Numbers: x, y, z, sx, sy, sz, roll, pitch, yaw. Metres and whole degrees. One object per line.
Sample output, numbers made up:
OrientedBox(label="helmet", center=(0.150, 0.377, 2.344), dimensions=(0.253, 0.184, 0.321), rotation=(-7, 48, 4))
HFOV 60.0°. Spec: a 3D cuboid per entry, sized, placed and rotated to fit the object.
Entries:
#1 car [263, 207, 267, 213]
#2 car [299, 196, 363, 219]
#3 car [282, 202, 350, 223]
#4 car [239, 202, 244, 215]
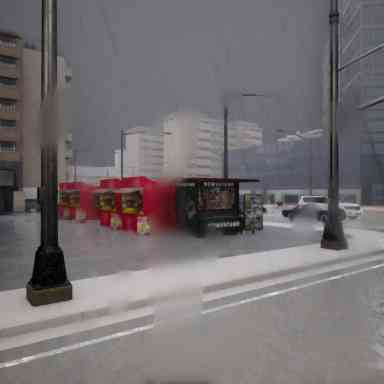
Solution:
OrientedBox(label="car", center=(5.982, 1.789, 37.722), dimensions=(2.033, 1.411, 5.357), rotation=(0, -1, -36))
OrientedBox(label="car", center=(12.004, 1.339, 29.432), dimensions=(2.150, 2.045, 5.566), rotation=(0, -1, -36))
OrientedBox(label="car", center=(9.675, 1.707, 26.702), dimensions=(1.895, 1.301, 4.718), rotation=(0, -1, -37))
OrientedBox(label="car", center=(3.955, 1.769, 34.548), dimensions=(2.033, 1.411, 5.357), rotation=(0, -1, -37))
